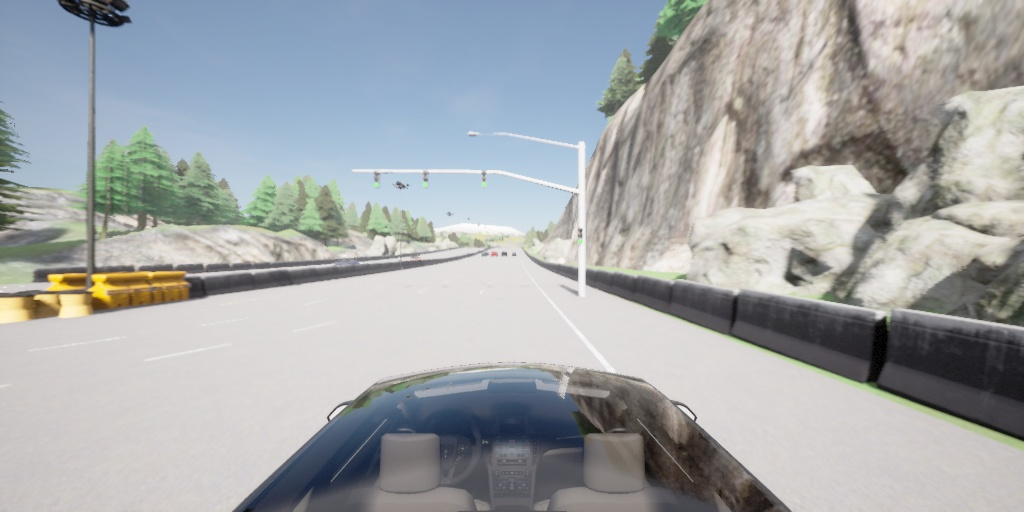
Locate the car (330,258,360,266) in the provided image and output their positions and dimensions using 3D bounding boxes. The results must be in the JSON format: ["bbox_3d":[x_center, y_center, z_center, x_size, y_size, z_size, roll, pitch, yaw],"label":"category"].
[{"bbox_3d":[-20.839,1.077,44.873,2.097,1.767,4.553,0,0,0],"label":"car"}]
